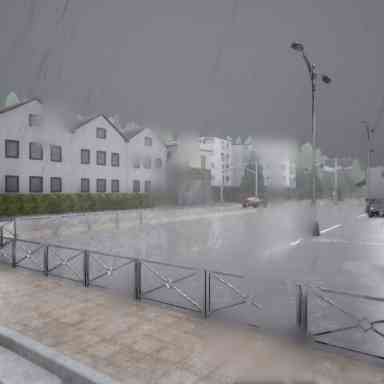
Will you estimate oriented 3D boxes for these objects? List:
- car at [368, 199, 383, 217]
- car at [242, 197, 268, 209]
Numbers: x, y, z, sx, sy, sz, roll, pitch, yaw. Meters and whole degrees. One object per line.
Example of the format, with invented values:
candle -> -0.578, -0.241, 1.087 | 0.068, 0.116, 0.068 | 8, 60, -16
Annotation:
car -> 15.488, 1.298, 26.767 | 2.007, 1.523, 4.514 | 0, 0, 35
car -> 8.104, 1.334, 42.799 | 1.812, 1.442, 4.674 | 0, 0, 36
